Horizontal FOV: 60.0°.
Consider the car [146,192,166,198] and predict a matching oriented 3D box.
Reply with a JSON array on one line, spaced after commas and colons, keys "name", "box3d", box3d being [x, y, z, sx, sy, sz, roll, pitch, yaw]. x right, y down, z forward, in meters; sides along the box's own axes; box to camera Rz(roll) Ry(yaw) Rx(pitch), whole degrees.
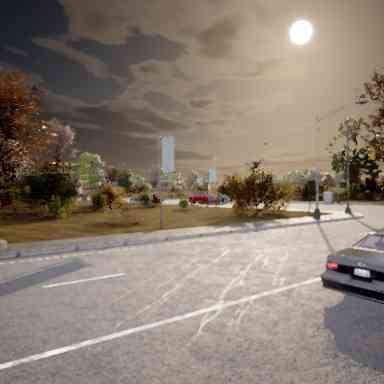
[{"name": "car", "box3d": [-7.439, 0.951, 66.580, 2.150, 2.045, 5.566, -1, 1, -39]}]

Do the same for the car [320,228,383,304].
[{"name": "car", "box3d": [5.129, 1.491, 7.526, 5.357, 1.411, 2.033, -1, 0, -36]}]

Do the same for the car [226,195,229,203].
[{"name": "car", "box3d": [4.588, 1.113, 51.817, 2.128, 1.511, 4.902, -1, 1, -39]}]

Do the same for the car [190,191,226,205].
[{"name": "car", "box3d": [1.940, 0.887, 49.512, 2.150, 2.045, 5.566, -1, 1, -39]}]
